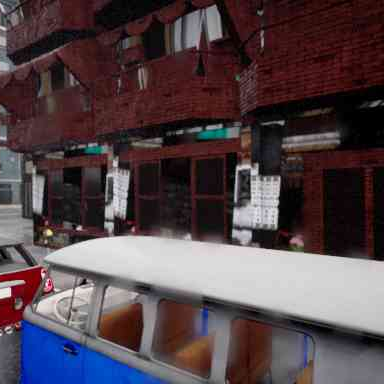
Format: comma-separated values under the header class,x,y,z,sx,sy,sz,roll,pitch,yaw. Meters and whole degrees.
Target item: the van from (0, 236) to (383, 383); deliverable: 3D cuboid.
class,x,y,z,sx,sy,sz,roll,pitch,yaw
van,0.286,1.341,2.530,3.998,1.788,1.690,0,-1,35
